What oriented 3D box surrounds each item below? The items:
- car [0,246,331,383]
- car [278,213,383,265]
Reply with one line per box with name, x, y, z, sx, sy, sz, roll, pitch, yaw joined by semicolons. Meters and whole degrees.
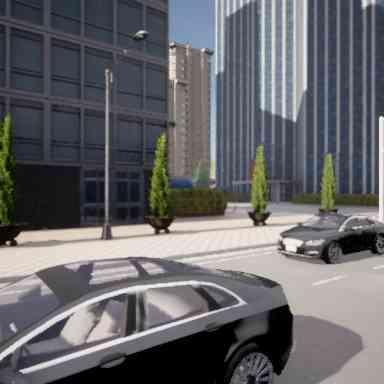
car;-1.063;1.494;3.219;4.902;1.511;2.128;0;0;-35
car;5.123;1.518;11.882;4.902;1.511;2.128;0;0;-35
